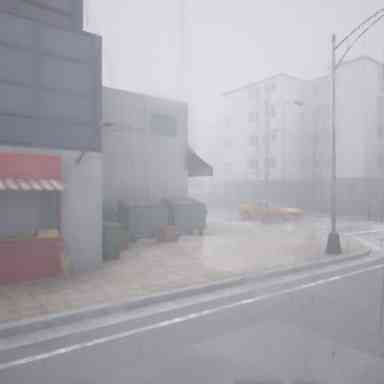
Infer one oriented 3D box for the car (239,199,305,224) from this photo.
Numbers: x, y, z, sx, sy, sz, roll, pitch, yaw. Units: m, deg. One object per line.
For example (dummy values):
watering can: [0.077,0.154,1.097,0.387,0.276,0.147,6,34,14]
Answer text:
car: [5.468,1.301,23.266,1.882,1.535,5.008,0,0,-35]
